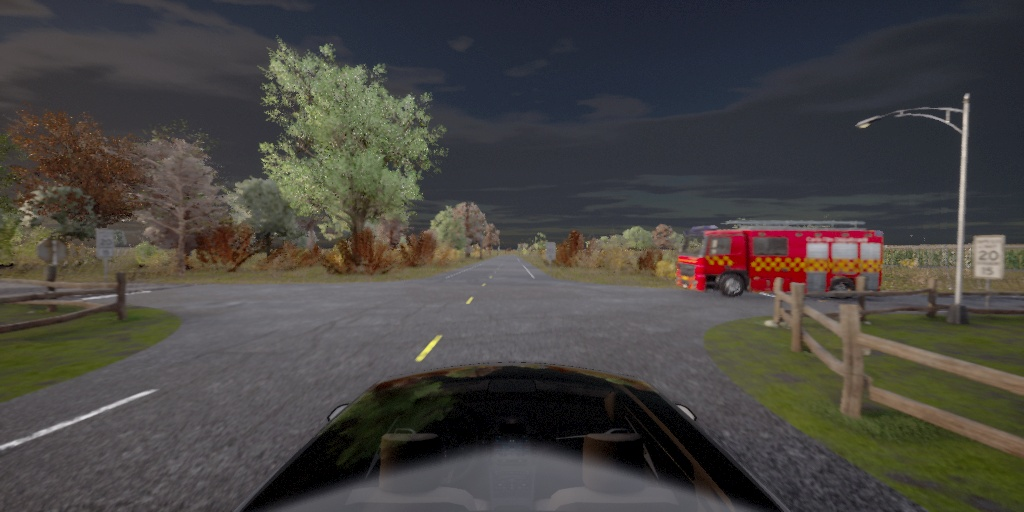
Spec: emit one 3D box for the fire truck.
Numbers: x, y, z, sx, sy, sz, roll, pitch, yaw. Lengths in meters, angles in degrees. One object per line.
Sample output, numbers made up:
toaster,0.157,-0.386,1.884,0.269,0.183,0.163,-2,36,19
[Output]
fire truck,13.257,0.166,18.354,8.468,3.827,2.891,1,3,4
